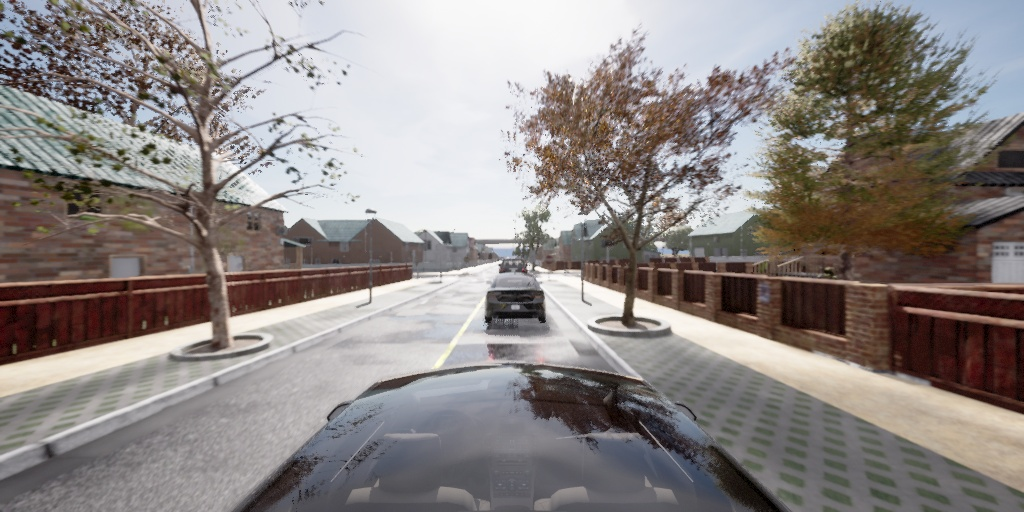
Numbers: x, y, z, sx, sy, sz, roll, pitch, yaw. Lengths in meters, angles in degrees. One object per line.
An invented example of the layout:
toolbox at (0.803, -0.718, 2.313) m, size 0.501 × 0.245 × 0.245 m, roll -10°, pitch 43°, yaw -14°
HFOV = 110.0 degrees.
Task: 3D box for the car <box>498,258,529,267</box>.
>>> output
car at (0.101, 1.183, 27.614) m, size 2.150 × 2.045 × 5.566 m, roll 0°, pitch -1°, yaw 0°

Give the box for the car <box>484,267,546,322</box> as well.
car at (0.100, 1.319, 12.691) m, size 1.882 × 1.535 × 5.008 m, roll 0°, pitch 0°, yaw 0°
